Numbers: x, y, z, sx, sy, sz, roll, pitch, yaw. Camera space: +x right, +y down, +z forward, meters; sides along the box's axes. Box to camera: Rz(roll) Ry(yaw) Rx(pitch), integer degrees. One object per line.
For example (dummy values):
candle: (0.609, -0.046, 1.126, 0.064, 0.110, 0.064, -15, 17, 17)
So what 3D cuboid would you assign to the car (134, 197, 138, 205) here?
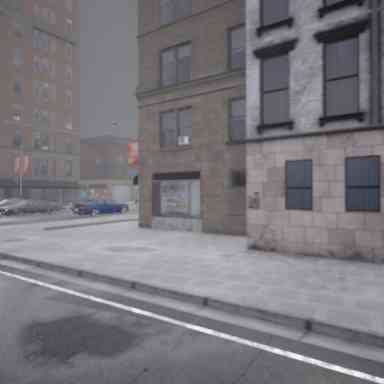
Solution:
car: (-6.066, 0.936, 47.250, 2.097, 1.767, 4.553, 0, 1, 36)

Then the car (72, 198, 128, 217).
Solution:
car: (-7.617, 1.234, 28.164, 1.882, 1.535, 5.008, 0, 1, 36)

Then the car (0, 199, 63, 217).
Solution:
car: (-14.453, 1.366, 29.995, 2.033, 1.411, 5.357, 0, 1, 36)
